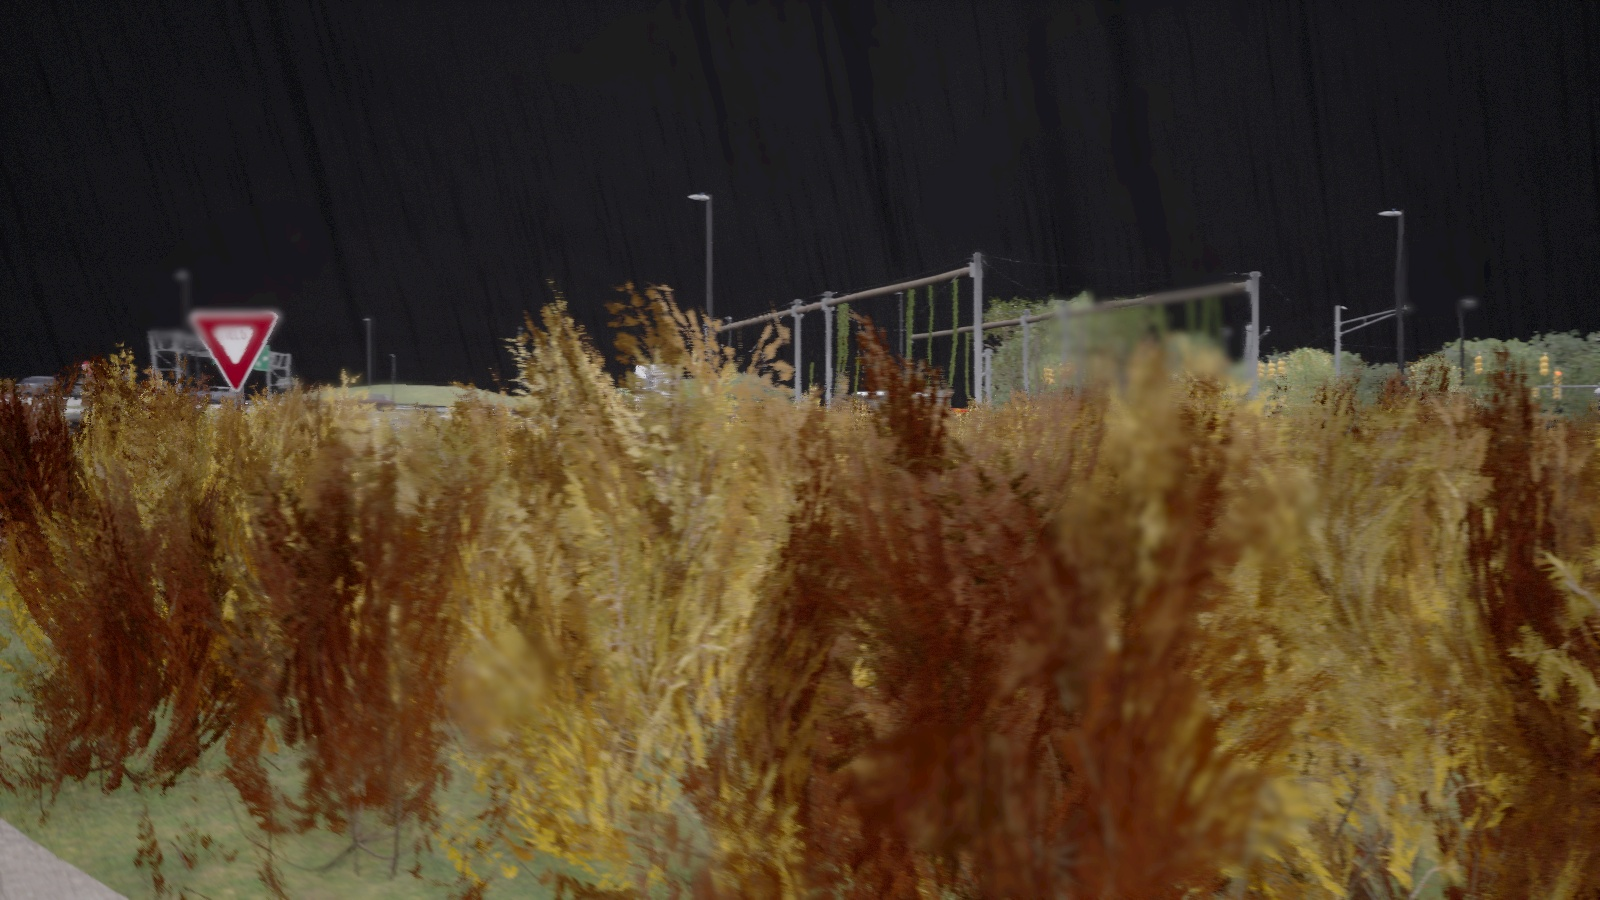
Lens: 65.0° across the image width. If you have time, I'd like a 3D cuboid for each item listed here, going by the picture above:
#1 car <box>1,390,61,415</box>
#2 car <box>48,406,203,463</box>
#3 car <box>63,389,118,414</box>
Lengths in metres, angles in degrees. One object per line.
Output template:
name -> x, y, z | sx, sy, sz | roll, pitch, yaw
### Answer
car -> -49.548, -3.077, 80.983 | 1.845, 1.501, 3.633 | 0, 4, -6
car -> -22.938, -0.555, 42.731 | 4.605, 1.855, 1.932 | 0, 2, 17
car -> -46.954, -3.212, 83.186 | 2.128, 1.511, 4.902 | 1, 3, -16
